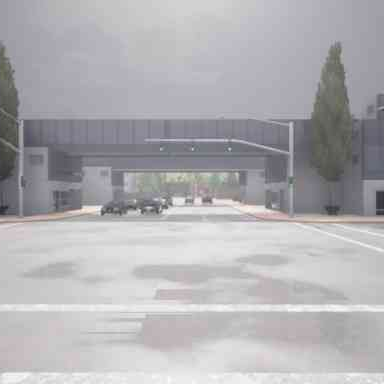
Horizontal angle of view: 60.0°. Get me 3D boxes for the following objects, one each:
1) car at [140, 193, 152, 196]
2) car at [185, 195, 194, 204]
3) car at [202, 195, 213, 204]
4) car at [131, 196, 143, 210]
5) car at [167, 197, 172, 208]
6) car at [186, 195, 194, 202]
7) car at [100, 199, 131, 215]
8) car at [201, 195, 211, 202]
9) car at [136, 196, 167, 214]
[{"bbox_3d":[-7.613,1.245,54.760,2.150,2.045,5.566,0,0,0],"label":"car"},{"bbox_3d":[-0.468,1.579,64.794,2.033,1.411,5.357,0,0,0],"label":"car"},{"bbox_3d":[3.033,1.537,64.998,1.837,1.490,4.892,0,0,0],"label":"car"},{"bbox_3d":[-7.709,1.568,42.689,2.033,1.411,5.357,0,0,0],"label":"car"},{"bbox_3d":[-4.194,1.586,44.428,1.994,1.385,4.181,0,0,0],"label":"car"},{"bbox_3d":[-0.405,1.434,74.482,1.882,1.535,5.008,0,0,0],"label":"car"},{"bbox_3d":[-7.764,1.580,33.488,1.994,1.385,4.181,0,0,1],"label":"car"},{"bbox_3d":[3.095,1.472,74.387,2.128,1.511,4.902,0,0,0],"label":"car"},{"bbox_3d":[-4.240,1.509,35.517,2.128,1.511,4.902,0,0,2],"label":"car"}]
